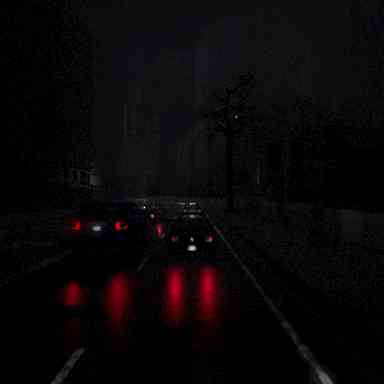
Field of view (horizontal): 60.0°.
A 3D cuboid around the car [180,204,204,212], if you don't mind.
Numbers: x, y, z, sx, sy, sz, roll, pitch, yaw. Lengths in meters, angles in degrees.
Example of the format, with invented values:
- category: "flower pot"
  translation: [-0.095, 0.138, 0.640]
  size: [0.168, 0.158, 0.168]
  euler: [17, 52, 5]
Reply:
- category: "car"
  translation: [0.024, 1.758, 29.299]
  size: [2.128, 1.511, 4.902]
  euler: [0, 0, 0]

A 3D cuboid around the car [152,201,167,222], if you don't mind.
- category: "car"
  translation: [-3.226, 1.792, 29.389]
  size: [1.812, 1.442, 4.674]
  euler: [0, 0, 0]

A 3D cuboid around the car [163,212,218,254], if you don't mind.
- category: "car"
  translation: [0.010, 1.734, 14.108]
  size: [1.895, 1.301, 4.718]
  euler: [0, 0, 0]

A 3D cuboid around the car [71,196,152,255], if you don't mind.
- category: "car"
  translation: [-3.240, 1.349, 14.012]
  size: [2.150, 2.045, 5.566]
  euler: [0, 0, 0]

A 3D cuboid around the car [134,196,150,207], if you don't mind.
- category: "car"
  translation: [-9.711, 1.728, 64.921]
  size: [2.150, 2.045, 5.566]
  euler: [0, -1, 0]
